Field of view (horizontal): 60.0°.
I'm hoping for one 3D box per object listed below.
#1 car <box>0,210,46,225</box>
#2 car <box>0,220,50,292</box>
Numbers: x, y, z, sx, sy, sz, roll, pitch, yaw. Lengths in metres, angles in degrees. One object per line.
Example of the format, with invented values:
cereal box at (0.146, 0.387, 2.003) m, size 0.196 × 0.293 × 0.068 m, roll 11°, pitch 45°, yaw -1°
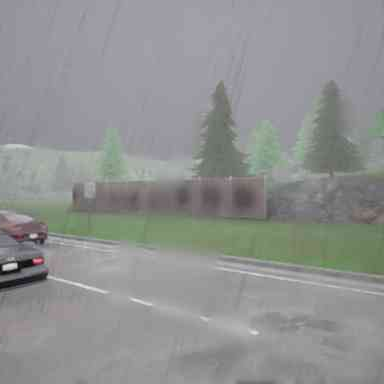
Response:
car at (-7.941, 1.510, 14.112) m, size 4.674 × 1.442 × 1.812 m, roll 0°, pitch 0°, yaw 36°
car at (-5.666, 1.537, 8.116) m, size 5.357 × 1.411 × 2.033 m, roll 0°, pitch 0°, yaw 36°
